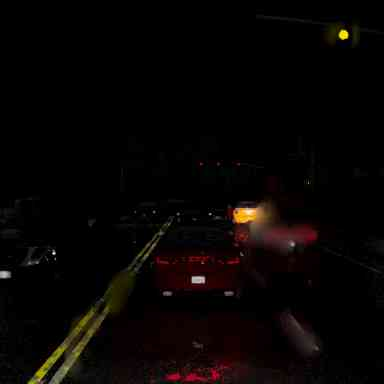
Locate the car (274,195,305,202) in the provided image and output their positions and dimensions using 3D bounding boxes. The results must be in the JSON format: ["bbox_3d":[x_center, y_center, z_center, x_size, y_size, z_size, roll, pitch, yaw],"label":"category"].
[{"bbox_3d":[15.838,1.478,51.871,5.008,1.535,1.882,0,0,-2],"label":"car"}]

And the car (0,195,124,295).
[{"bbox_3d":[-3.586,1.221,9.099,2.150,2.045,5.566,0,0,0],"label":"car"}]

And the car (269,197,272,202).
[{"bbox_3d":[14.897,1.352,58.841,4.553,1.767,2.097,0,0,-2],"label":"car"}]

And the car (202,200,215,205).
[{"bbox_3d":[0.517,1.477,44.213,5.008,1.535,1.882,0,0,-2],"label":"car"}]

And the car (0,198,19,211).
[{"bbox_3d":[-23.863,1.483,39.990,4.902,1.511,2.128,0,0,-2],"label":"car"}]

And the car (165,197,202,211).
[{"bbox_3d":[-1.591,1.492,40.650,4.902,1.511,2.128,0,0,-2],"label":"car"}]

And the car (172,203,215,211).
[{"bbox_3d":[0.125,1.547,18.864,2.033,1.411,5.357,0,0,0],"label":"car"}]

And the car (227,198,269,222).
[{"bbox_3d":[3.657,1.352,23.294,2.097,1.767,4.553,0,0,1],"label":"car"}]

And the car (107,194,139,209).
[{"bbox_3d":[-6.920,1.222,36.990,5.566,2.045,2.150,0,0,-2],"label":"car"}]

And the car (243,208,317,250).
[{"bbox_3d":[3.618,1.601,14.311,1.895,1.301,4.718,0,0,0],"label":"car"}]

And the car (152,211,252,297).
[{"bbox_3d":[0.110,1.478,8.642,1.882,1.535,5.008,0,0,0],"label":"car"}]

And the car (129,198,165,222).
[{"bbox_3d":[-3.467,1.443,26.428,1.812,1.442,4.674,0,0,0],"label":"car"}]
